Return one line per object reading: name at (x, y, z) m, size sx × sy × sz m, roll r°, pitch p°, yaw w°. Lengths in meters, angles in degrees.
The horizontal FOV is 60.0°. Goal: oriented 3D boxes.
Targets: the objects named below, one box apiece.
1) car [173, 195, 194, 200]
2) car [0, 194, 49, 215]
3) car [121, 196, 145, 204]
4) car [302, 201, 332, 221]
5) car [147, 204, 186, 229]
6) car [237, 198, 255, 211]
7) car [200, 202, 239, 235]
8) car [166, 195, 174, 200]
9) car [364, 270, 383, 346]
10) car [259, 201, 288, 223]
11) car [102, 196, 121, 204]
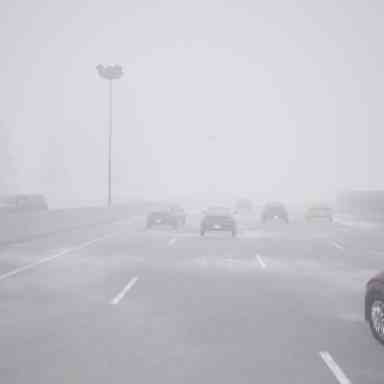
car at (-0.998, 1.514, 60.739) m, size 1.895 × 1.301 × 4.718 m, roll 0°, pitch 0°, yaw 24°
car at (-12.162, 1.145, 22.821) m, size 2.150 × 2.045 × 5.566 m, roll 0°, pitch 0°, yaw 9°
car at (-9.834, 1.408, 57.703) m, size 1.812 × 1.442 × 4.674 m, roll 0°, pitch 0°, yaw 22°
car at (10.313, 1.479, 27.697) m, size 1.882 × 1.535 × 5.008 m, roll 0°, pitch 0°, yaw 12°
car at (-1.582, 1.490, 21.318) m, size 1.812 × 1.442 × 4.674 m, roll 0°, pitch 0°, yaw 9°
car at (6.419, 1.475, 40.225) m, size 1.837 × 1.490 × 4.892 m, roll 0°, pitch 0°, yaw 17°
car at (1.542, 1.506, 18.520) m, size 1.812 × 1.442 × 4.674 m, roll 0°, pitch 0°, yaw 8°
car at (-3.392, 1.392, 63.906) m, size 1.837 × 1.490 × 4.892 m, roll 0°, pitch 0°, yaw 25°
car at (3.757, 1.362, 3.458) m, size 2.097 × 1.767 × 4.553 m, roll 0°, pitch 0°, yaw 2°
car at (6.280, 1.494, 25.505) m, size 1.837 × 1.490 × 4.892 m, roll 0°, pitch 0°, yaw 11°
car at (-13.697, 1.432, 57.439) m, size 1.994 × 1.385 × 4.181 m, roll 0°, pitch 0°, yaw 21°
